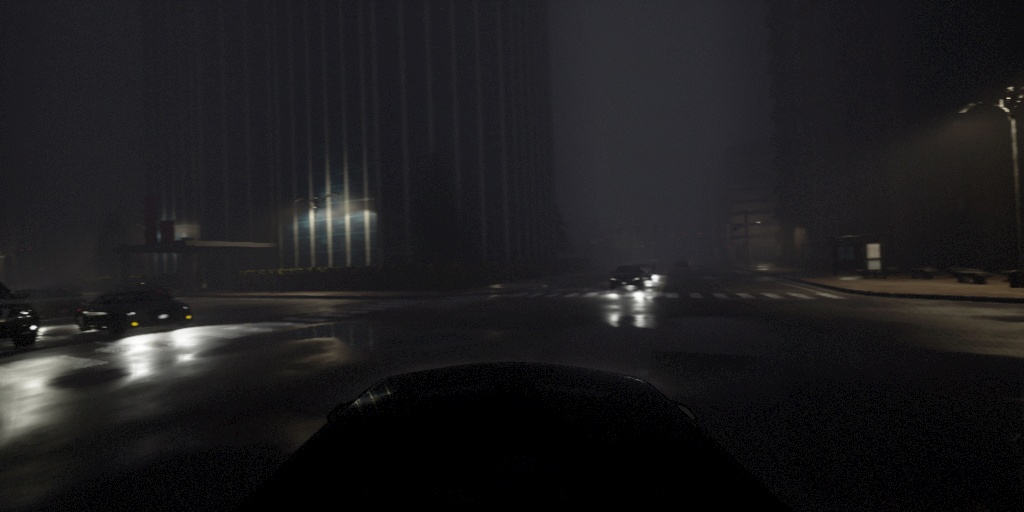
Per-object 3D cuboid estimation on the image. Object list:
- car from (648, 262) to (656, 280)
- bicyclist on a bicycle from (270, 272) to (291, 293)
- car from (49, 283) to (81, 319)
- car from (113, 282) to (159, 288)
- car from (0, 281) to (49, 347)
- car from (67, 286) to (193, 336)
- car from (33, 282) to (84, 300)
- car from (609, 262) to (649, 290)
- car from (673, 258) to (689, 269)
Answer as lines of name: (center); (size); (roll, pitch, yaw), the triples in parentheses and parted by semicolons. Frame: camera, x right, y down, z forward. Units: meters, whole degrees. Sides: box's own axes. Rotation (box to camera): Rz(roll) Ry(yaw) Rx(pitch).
car: (11.340, 1.300, 31.722); (1.812, 1.442, 4.674); (-3, -1, 25)
bicyclist on a bicycle: (-18.242, 2.096, 28.259); (0.582, 1.620, 1.656); (-3, -1, 24)
car: (-22.027, 2.257, 16.825); (5.008, 1.535, 1.882); (-3, -1, 24)
car: (-22.061, 2.315, 20.893); (5.008, 1.535, 1.882); (-3, -1, 24)
car: (-16.219, 1.690, 10.365); (5.566, 2.045, 2.150); (-3, -1, 24)
car: (-13.835, 1.981, 13.162); (4.181, 1.385, 1.994); (-3, -1, 24)
car: (-43.149, 3.301, 34.110); (5.008, 1.535, 1.882); (-3, -1, 25)
car: (7.583, 1.326, 23.355); (1.812, 1.442, 4.674); (-3, -1, 24)
car: (23.904, 1.040, 50.712); (1.882, 1.535, 5.008); (-3, -1, 24)
